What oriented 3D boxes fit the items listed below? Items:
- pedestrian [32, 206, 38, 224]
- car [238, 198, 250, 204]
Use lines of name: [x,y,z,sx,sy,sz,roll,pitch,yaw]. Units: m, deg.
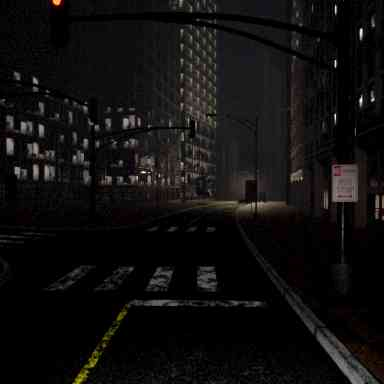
pedestrian: [-9.392,1.345,19.878,0.500,1.100,0.500,0,0,17]
car: [10.842,1.864,69.010,1.895,1.301,4.718,0,0,18]
